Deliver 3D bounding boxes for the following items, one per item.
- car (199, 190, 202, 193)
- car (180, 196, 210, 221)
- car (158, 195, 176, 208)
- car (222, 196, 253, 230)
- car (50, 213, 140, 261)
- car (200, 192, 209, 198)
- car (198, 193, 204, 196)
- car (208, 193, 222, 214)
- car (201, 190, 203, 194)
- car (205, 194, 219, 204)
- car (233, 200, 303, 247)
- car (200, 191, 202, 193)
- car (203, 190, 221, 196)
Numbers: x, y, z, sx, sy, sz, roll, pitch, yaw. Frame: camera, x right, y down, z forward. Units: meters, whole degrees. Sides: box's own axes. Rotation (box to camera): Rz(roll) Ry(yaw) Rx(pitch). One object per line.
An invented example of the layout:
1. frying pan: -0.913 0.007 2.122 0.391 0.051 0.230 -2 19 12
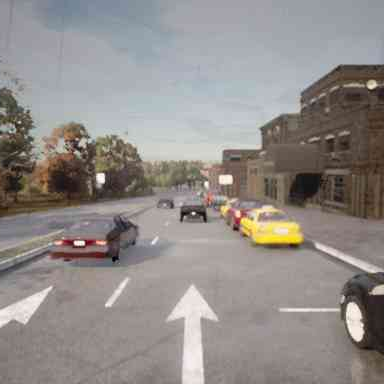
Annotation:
1. car: 3.186 0.644 80.677 2.435 2.045 5.566 0 0 0
2. car: 0.098 1.295 25.061 1.882 1.535 5.008 0 0 0
3. car: -3.161 1.205 41.427 1.837 1.490 4.892 0 1 0
4. car: 3.229 1.210 19.843 2.185 1.767 4.553 0 0 0
5. car: -3.149 1.461 11.819 2.033 1.411 5.357 0 0 0
6. car: 3.182 0.856 86.169 2.231 1.521 4.892 0 0 0
7. car: 0.089 1.244 41.791 2.033 1.411 5.357 0 0 0
8. car: 3.218 1.216 36.444 2.231 1.521 4.892 0 0 0
9. car: 3.202 0.929 58.644 2.185 1.767 4.553 0 0 0
10. car: 3.206 1.090 53.336 1.946 1.575 5.366 0 0 0
11. car: 3.226 1.371 14.534 1.946 1.575 5.366 0 0 0
12. car: 3.249 0.964 71.258 2.231 1.521 4.892 0 0 1
13. car: 3.211 0.883 47.652 2.435 2.045 5.566 0 0 0
